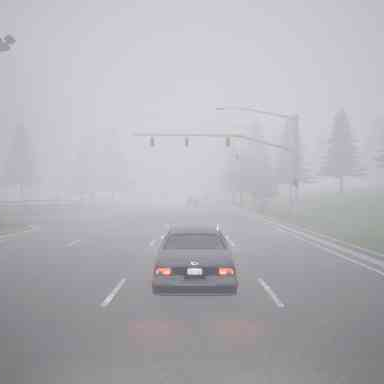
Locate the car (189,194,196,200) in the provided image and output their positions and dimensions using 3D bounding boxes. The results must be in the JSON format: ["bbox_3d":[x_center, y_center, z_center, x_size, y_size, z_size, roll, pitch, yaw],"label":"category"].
[{"bbox_3d":[0.045,1.307,93.892,1.882,1.535,5.008,0,0,0],"label":"car"}]

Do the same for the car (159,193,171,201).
[{"bbox_3d":[-6.960,1.214,83.505,2.150,2.045,5.566,0,0,0],"label":"car"}]

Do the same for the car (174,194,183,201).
[{"bbox_3d":[-3.460,1.514,83.890,1.812,1.442,4.674,0,0,0],"label":"car"}]

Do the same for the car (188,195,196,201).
[{"bbox_3d":[0.040,1.529,83.472,2.033,1.411,5.357,0,0,0],"label":"car"}]

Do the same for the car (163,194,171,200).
[{"bbox_3d":[-6.955,1.382,93.895,1.994,1.385,4.181,0,0,0],"label":"car"}]

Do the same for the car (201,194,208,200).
[{"bbox_3d":[3.545,1.307,93.890,1.882,1.535,5.008,0,0,0],"label":"car"}]

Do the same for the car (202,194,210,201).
[{"bbox_3d":[3.540,1.489,83.470,1.837,1.490,4.892,0,0,0],"label":"car"}]

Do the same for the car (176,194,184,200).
[{"bbox_3d":[-3.455,1.355,93.893,2.128,1.511,4.902,0,0,0],"label":"car"}]

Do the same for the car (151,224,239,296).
[{"bbox_3d":[0.070,1.547,8.790,2.033,1.411,5.357,0,0,0],"label":"car"}]

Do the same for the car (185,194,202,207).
[{"bbox_3d":[0.023,1.350,52.829,2.097,1.767,4.553,0,0,0],"label":"car"}]
